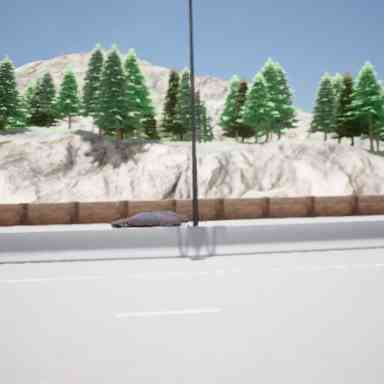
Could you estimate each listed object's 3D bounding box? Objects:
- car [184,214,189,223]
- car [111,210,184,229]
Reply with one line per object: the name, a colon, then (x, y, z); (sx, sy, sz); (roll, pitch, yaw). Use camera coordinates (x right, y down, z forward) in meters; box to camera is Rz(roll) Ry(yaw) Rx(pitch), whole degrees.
car: (-2.937, 2.343, 29.467); (5.357, 1.411, 2.033); (-1, -1, -5)
car: (-3.536, 2.272, 25.907); (5.357, 1.411, 2.033); (-1, -1, -5)
